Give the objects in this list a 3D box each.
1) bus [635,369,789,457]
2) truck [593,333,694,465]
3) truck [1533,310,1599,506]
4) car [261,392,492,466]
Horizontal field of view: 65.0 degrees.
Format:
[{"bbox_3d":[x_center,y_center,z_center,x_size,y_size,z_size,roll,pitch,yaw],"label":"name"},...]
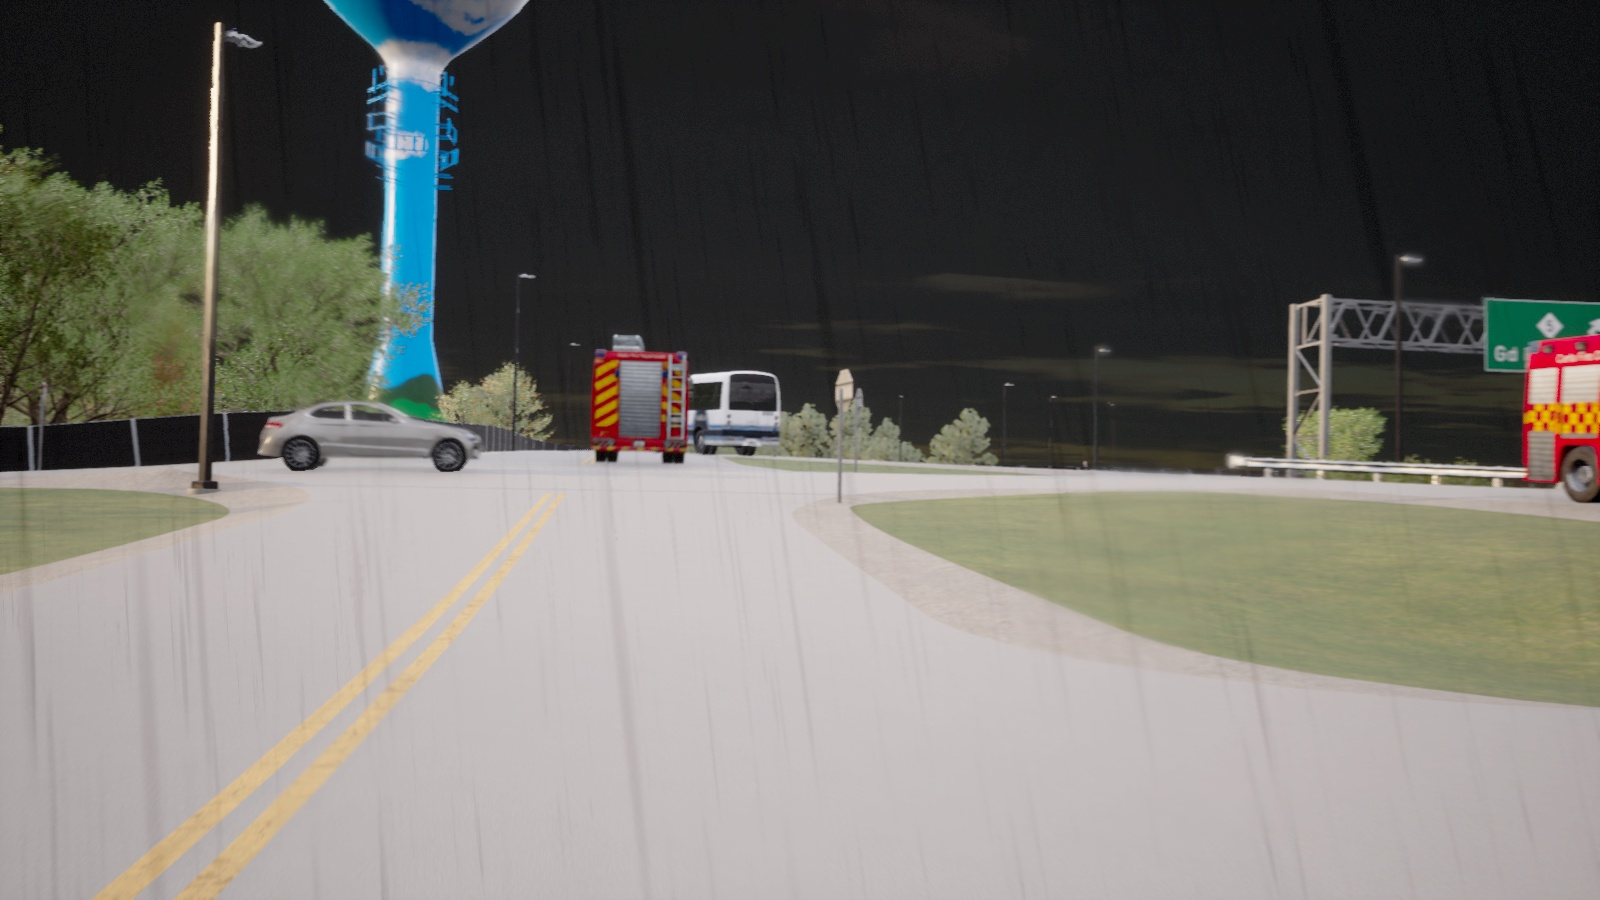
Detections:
[{"bbox_3d":[-4.917,-1.907,66.897,3.944,4.253,10.273,1,0,-30],"label":"bus"},{"bbox_3d":[-5.042,-1.591,41.361,2.891,3.827,8.468,1,1,-6],"label":"truck"},{"bbox_3d":[17.229,-0.772,22.413,2.891,3.827,8.468,1,1,-3],"label":"truck"},{"bbox_3d":[-9.981,-0.501,30.023,5.027,1.651,2.152,0,1,-12],"label":"car"}]
